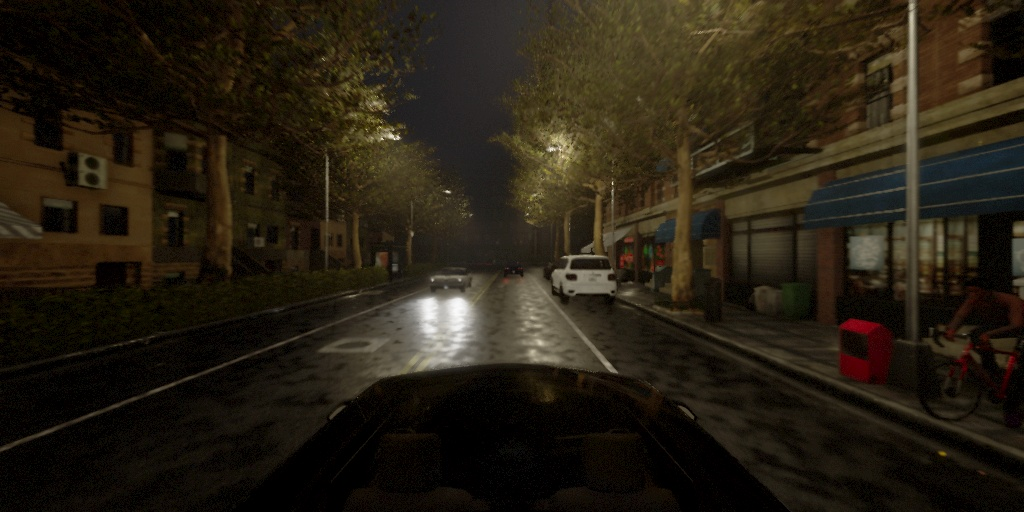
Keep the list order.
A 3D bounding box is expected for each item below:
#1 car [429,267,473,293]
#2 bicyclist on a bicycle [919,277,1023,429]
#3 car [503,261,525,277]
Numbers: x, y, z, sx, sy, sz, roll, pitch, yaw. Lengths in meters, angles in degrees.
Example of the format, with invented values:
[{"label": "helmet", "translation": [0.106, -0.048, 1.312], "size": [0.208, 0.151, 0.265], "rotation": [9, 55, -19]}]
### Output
[{"label": "car", "translation": [-3.454, 1.341, 20.993], "size": [1.895, 1.301, 4.718], "rotation": [0, 0, 0]}, {"label": "bicyclist on a bicycle", "translation": [5.378, 1.060, 4.006], "size": [1.656, 1.620, 0.582], "rotation": [0, 0, 0]}, {"label": "car", "translation": [0.167, 1.268, 35.385], "size": [1.812, 1.442, 4.674], "rotation": [0, 0, 1]}]
